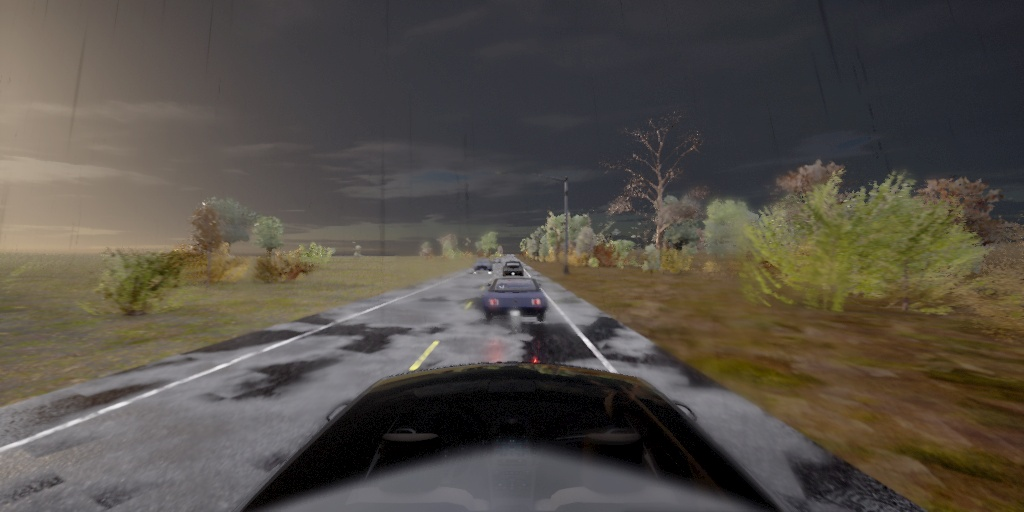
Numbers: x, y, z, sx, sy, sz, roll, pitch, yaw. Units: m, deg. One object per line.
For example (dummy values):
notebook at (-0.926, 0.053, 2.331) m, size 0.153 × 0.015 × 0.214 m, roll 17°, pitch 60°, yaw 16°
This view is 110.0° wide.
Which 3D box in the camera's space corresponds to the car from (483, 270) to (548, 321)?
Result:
car at (0.098, 1.351, 12.442) m, size 1.895 × 1.301 × 4.718 m, roll 0°, pitch 0°, yaw 0°

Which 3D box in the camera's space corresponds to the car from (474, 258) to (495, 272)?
car at (-3.599, 1.074, 45.614) m, size 2.097 × 1.767 × 4.553 m, roll 0°, pitch 0°, yaw 0°

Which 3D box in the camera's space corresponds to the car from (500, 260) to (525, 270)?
car at (0.091, 1.241, 32.593) m, size 1.837 × 1.490 × 4.892 m, roll 0°, pitch 0°, yaw 0°
